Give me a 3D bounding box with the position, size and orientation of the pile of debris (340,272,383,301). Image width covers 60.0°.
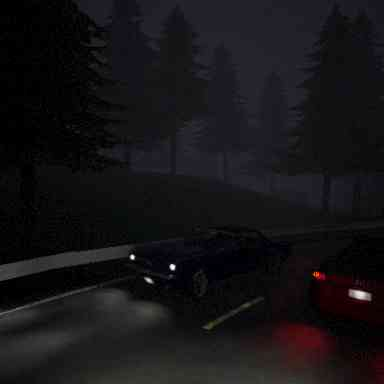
[{"bbox_3d":[4.580,2.185,7.627,1.860,0.140,1.500,0,0,-39],"label":"pile of debris"}]

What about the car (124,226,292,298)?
[{"bbox_3d":[0.643,1.612,8.766,4.718,1.301,1.895,0,0,-44],"label":"car"}]

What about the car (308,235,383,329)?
[{"bbox_3d":[4.008,1.568,6.621,1.994,1.385,4.181,1,1,44],"label":"car"}]
